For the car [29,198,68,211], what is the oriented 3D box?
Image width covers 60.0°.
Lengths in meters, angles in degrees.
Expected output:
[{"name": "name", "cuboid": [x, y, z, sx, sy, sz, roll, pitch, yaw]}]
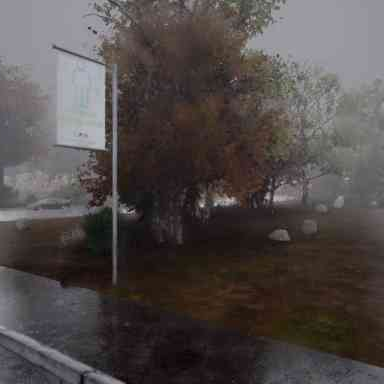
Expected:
[{"name": "car", "cuboid": [-18.353, 1.552, 42.641, 1.994, 1.385, 4.181, 0, 0, 38]}]

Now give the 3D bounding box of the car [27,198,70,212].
[{"name": "car", "cuboid": [-16.751, 1.496, 39.025, 1.837, 1.490, 4.892, 0, 0, 38]}]
